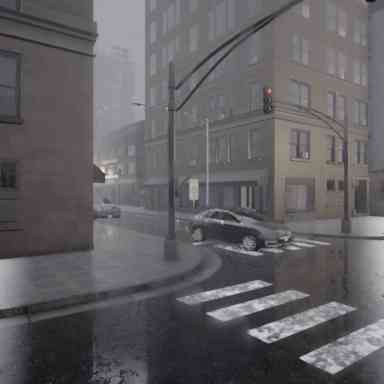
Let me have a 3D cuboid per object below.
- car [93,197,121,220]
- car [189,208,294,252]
[{"bbox_3d":[-7.326,1.215,26.337,2.097,1.767,4.553,0,0,-36],"label":"car"},{"bbox_3d":[1.862,1.451,13.901,1.837,1.490,4.892,0,1,-40],"label":"car"}]
